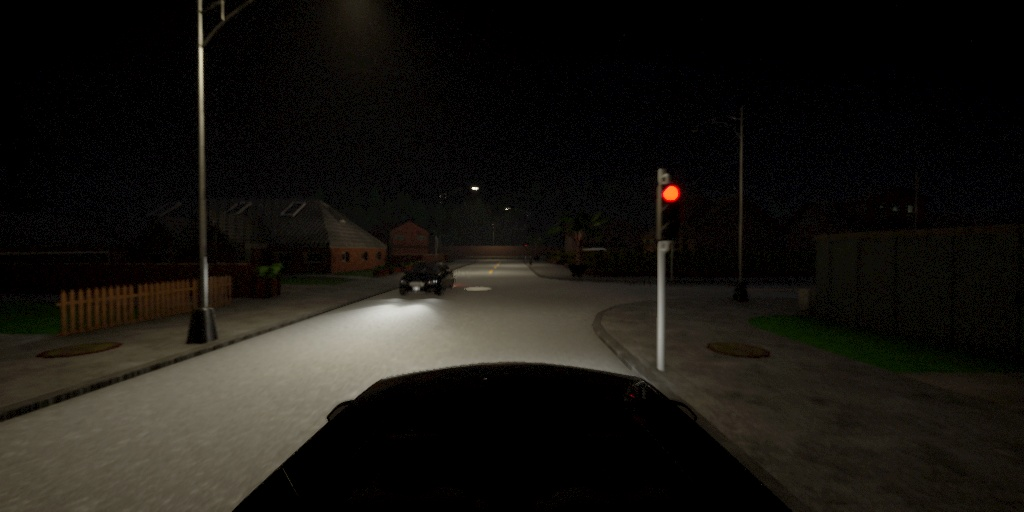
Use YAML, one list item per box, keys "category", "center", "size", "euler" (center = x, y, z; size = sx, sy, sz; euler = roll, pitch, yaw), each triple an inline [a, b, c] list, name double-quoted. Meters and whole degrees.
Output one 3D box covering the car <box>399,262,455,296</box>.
- category: "car"
  center: [-4.007, 1.056, 17.449]
  size: [2.128, 1.511, 4.902]
  euler: [0, 1, 0]
